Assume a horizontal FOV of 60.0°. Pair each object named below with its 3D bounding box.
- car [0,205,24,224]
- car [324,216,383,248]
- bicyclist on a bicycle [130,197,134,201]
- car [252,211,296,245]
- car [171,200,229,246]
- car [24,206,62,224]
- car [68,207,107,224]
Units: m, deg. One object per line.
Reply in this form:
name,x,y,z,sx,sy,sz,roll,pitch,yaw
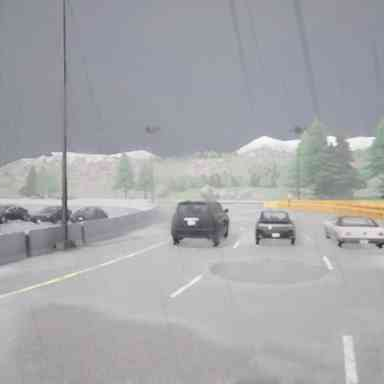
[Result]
car,-15.606,1.875,27.961,2.128,1.511,4.902,-1,-1,3
car,7.523,1.763,15.761,1.895,1.301,4.718,0,-1,13
bicyclist on a bicycle,-16.532,1.868,92.609,0.582,1.620,1.656,0,-21,33
car,4.134,1.683,16.867,2.128,1.511,4.902,0,0,12
car,0.561,1.424,16.775,2.150,2.045,5.566,0,0,13
car,-12.014,1.920,28.919,2.033,1.411,5.357,0,-1,2
car,-8.594,1.920,27.963,1.994,1.385,4.181,0,-1,3
